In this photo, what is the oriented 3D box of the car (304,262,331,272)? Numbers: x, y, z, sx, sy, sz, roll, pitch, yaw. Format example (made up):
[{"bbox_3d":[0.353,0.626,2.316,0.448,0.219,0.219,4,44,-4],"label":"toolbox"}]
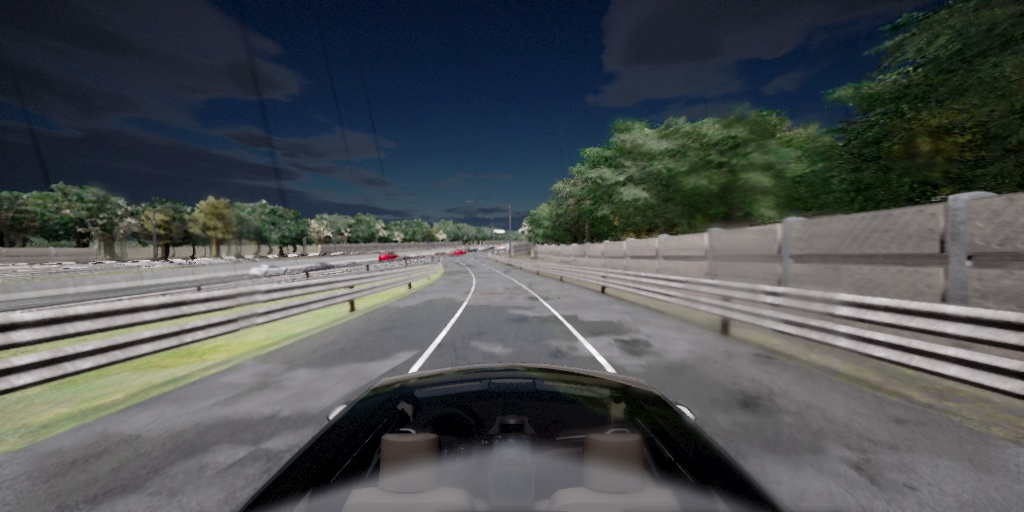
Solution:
[{"bbox_3d":[-26.116,1.591,49.487,2.033,1.411,5.357,0,3,11],"label":"car"}]

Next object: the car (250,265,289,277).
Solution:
[{"bbox_3d":[-30.491,1.816,45.127,1.812,1.442,4.674,0,3,11],"label":"car"}]

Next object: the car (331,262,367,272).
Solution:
[{"bbox_3d":[-22.362,1.507,50.512,2.033,1.411,5.357,0,3,11],"label":"car"}]
